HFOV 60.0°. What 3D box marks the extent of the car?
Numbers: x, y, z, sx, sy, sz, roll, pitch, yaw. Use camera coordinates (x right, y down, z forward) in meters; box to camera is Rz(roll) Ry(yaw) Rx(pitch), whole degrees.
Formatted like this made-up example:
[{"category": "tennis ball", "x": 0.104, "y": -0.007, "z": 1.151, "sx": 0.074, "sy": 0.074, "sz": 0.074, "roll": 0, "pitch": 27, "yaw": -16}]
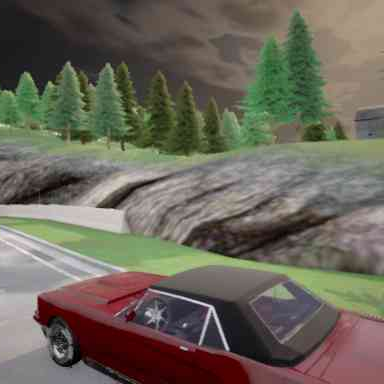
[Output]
[{"category": "car", "x": 0.057, "y": 1.616, "z": 4.076, "sx": 4.718, "sy": 1.301, "sz": 1.895, "roll": 0, "pitch": 0, "yaw": 37}]
